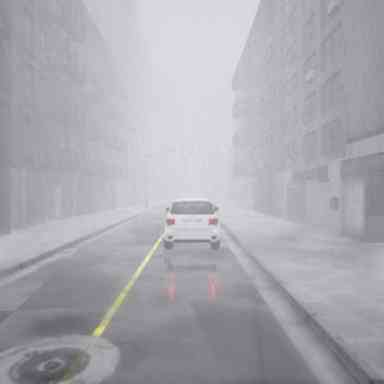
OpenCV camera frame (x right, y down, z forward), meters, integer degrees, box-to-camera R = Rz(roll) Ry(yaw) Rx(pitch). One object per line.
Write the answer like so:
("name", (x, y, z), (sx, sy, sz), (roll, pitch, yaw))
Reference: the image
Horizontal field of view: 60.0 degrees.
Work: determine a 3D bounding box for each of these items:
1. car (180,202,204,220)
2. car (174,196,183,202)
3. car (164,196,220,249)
("car", (0.000, 1.610, 29.680), (1.895, 1.301, 4.718), (0, 0, 0))
("car", (-3.001, 1.544, 76.710), (1.895, 1.301, 4.718), (0, 0, 0))
("car", (0.000, 1.256, 14.680), (2.150, 2.045, 5.566), (0, 0, 0))
